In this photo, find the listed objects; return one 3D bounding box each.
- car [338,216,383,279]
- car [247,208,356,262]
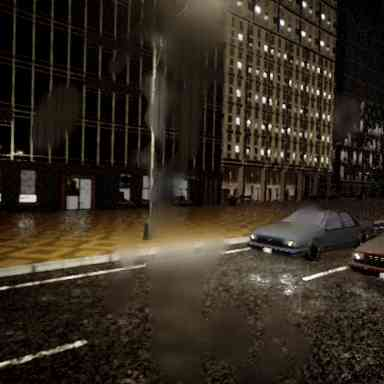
[{"bbox_3d":[6.238,1.388,8.667,5.357,1.411,2.033,0,2,-38],"label":"car"},{"bbox_3d":[4.300,1.288,11.275,5.357,1.411,2.033,0,2,-38],"label":"car"}]
